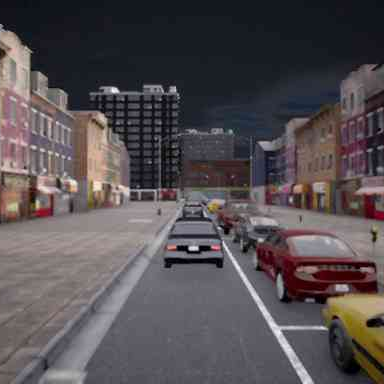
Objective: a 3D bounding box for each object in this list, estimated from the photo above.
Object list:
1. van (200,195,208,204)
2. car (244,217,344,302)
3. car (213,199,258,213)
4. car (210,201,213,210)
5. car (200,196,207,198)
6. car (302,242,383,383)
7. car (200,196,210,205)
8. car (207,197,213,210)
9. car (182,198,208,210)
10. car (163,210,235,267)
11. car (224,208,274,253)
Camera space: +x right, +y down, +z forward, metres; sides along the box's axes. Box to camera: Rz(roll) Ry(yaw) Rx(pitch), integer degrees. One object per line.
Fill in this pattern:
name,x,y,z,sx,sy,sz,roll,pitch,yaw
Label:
van,2.628,1.655,73.788,1.690,1.788,3.998,0,0,0
car,2.643,1.559,8.104,1.887,1.381,4.507,1,0,0
car,2.643,1.354,19.052,2.192,1.841,5.009,1,0,0
car,2.639,1.604,24.525,2.008,1.369,4.403,1,0,0
car,2.630,1.771,57.364,1.947,1.339,4.313,0,0,0
car,2.645,1.530,2.799,1.752,1.417,4.829,1,0,0
car,2.629,1.717,68.312,1.967,1.590,4.097,0,0,0
car,3.007,1.579,37.759,1.882,1.535,5.008,0,0,0
car,0.080,1.568,31.471,2.128,1.511,4.902,0,0,0
car,0.063,1.569,11.468,2.033,1.411,5.357,0,0,0
car,2.642,1.577,13.577,2.008,1.369,4.403,1,0,0
